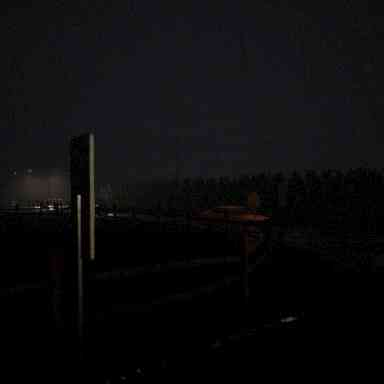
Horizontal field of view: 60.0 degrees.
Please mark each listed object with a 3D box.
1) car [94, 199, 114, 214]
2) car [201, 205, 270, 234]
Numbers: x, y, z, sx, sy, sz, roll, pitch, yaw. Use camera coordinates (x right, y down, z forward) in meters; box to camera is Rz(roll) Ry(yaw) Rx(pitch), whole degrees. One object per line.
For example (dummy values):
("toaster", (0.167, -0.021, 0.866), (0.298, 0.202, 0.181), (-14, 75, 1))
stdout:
("car", (-10.959, 1.644, 39.308), (2.097, 1.767, 4.553), (0, 0, -35))
("car", (2.541, 1.599, 20.344), (1.882, 1.535, 5.008), (0, 0, -35))
